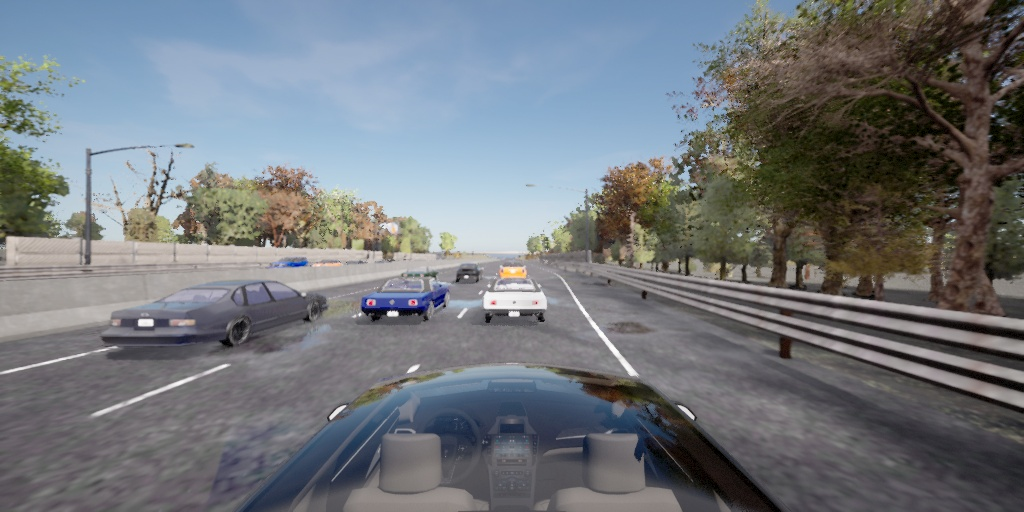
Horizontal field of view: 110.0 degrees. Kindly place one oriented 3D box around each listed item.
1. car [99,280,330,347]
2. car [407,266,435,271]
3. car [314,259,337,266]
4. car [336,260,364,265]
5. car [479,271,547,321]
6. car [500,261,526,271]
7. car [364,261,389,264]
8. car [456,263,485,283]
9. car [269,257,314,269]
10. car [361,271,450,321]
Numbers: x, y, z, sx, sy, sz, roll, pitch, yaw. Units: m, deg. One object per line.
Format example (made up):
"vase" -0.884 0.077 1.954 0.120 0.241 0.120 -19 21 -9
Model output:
"car" -6.936 1.318 9.317 2.033 1.411 5.357 0 0 0
"car" -6.930 1.428 27.564 1.895 1.301 4.718 0 0 0
"car" -24.592 1.251 47.722 2.097 1.767 4.553 0 0 0
"car" -21.094 1.408 47.970 1.837 1.490 4.892 0 -1 0
"car" 0.078 1.382 12.526 1.895 1.301 4.718 0 0 0
"car" 0.072 1.184 28.912 2.097 1.767 4.553 0 0 0
"car" -17.597 1.409 48.014 1.837 1.490 4.892 0 -1 0
"car" -3.425 1.338 29.441 1.837 1.490 4.892 0 0 0
"car" -28.071 1.112 45.448 2.150 2.045 5.566 0 0 0
"car" -3.422 1.381 12.551 1.895 1.301 4.718 0 0 0
